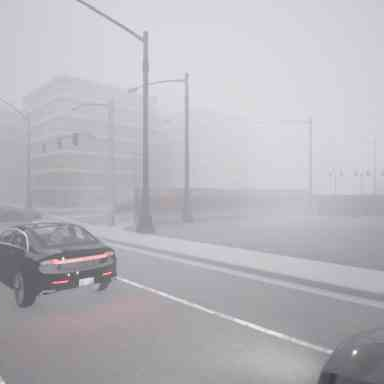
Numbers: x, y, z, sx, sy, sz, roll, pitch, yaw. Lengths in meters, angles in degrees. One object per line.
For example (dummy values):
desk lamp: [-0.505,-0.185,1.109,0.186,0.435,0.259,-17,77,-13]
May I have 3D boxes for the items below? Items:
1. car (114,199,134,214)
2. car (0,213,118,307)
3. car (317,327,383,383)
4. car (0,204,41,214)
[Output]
car: [-6.385,1.489,34.900,4.902,1.511,2.128,0,0,-44]
car: [-3.666,1.491,8.089,2.128,1.511,4.902,0,0,-43]
car: [3.157,1.505,1.611,4.892,1.490,1.837,0,0,38]
car: [-13.473,1.524,23.266,5.357,1.411,2.033,0,0,-38]
